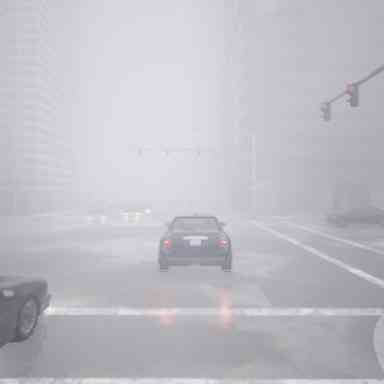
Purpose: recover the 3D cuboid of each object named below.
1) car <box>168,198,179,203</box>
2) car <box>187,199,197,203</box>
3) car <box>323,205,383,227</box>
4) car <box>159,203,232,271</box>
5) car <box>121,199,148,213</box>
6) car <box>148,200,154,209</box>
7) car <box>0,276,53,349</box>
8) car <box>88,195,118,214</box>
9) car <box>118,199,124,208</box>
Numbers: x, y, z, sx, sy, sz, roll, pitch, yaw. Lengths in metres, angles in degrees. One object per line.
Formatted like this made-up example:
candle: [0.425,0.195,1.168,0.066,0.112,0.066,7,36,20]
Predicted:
car: [-3.461,1.878,62.324,1.882,1.535,5.008,0,0,0]
car: [0.013,1.973,63.685,1.994,1.385,4.181,0,0,0]
car: [11.659,1.675,23.249,4.674,1.442,1.812,0,0,1]
car: [0.099,1.426,11.280,2.097,1.767,4.553,0,0,0]
car: [-7.089,1.831,41.449,1.994,1.385,4.181,0,0,0]
car: [-7.063,1.932,51.409,1.895,1.301,4.718,0,0,0]
car: [-3.413,1.571,3.477,2.033,1.411,5.357,0,0,0]
car: [-10.591,1.605,39.182,2.097,1.767,4.553,0,0,0]
car: [-10.568,1.821,49.126,1.837,1.490,4.892,0,0,0]
